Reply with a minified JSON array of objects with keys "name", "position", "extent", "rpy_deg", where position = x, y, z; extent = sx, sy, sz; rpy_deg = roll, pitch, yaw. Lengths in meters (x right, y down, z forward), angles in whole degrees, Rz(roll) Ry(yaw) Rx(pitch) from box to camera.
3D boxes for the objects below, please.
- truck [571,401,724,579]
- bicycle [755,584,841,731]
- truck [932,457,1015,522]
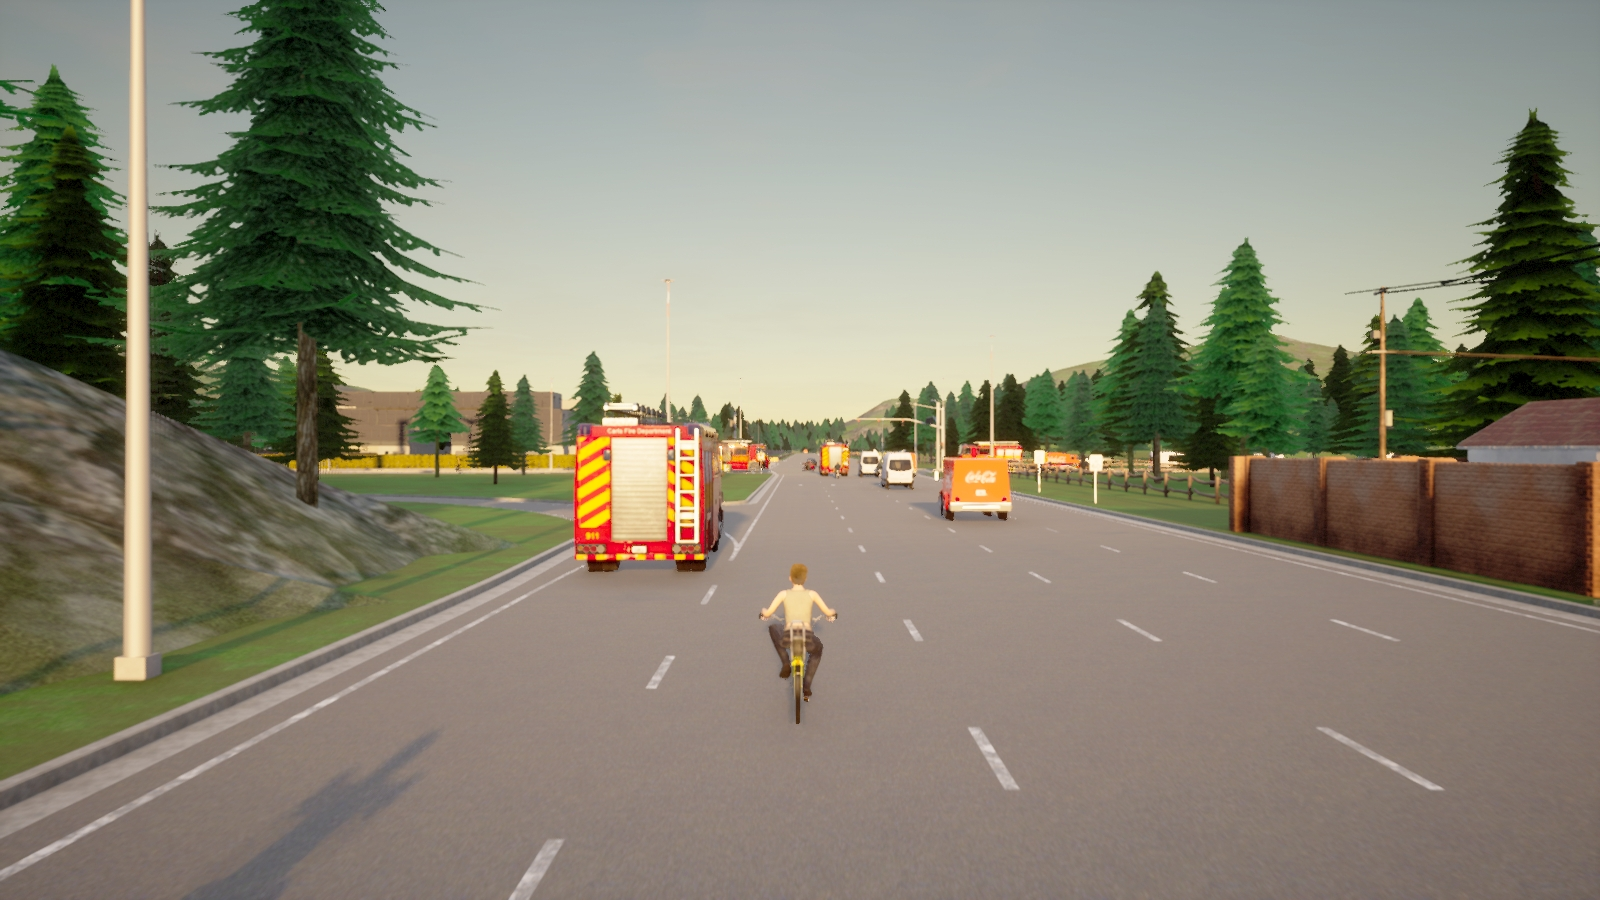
[{"name":"truck","position":[-3.571,0.873,28.921],"extent":[2.891,3.827,8.468],"rpy_deg":[0,0,-1]},{"name":"bicycle","position":[-0.019,2.151,12.103],"extent":[0.859,1.276,1.487],"rpy_deg":[0,0,0]},{"name":"truck","position":[7.003,1.543,46.747],"extent":[2.627,2.467,5.204],"rpy_deg":[0,0,0]}]
